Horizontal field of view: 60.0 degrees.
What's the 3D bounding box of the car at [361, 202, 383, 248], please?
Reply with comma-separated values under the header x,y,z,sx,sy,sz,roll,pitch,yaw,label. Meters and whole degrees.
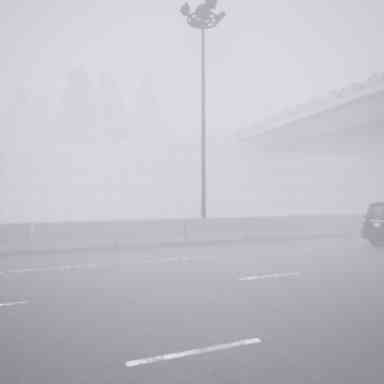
x,y,z,sx,sy,sz,roll,pitch,yaw,label
9.983,1.422,14.461,5.566,2.045,2.150,0,-1,-22,car
